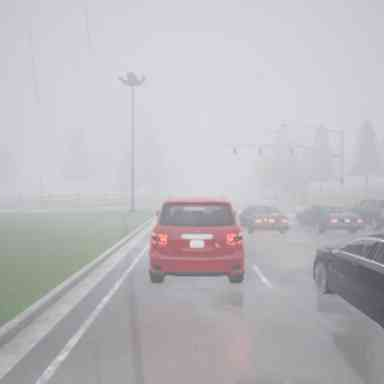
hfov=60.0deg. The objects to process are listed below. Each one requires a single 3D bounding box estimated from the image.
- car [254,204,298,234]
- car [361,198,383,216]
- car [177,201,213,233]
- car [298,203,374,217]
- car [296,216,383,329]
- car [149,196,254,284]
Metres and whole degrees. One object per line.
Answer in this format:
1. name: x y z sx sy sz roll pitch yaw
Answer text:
1. car: 3.652 1.336 17.707 2.033 1.411 5.357 0 1 0
2. car: 10.654 1.125 19.155 2.097 1.767 4.553 0 1 0
3. car: 0.139 1.298 19.100 1.812 1.442 4.674 0 1 0
4. car: 7.152 1.336 17.819 2.033 1.411 5.357 0 1 0
5. car: 3.613 1.425 5.531 2.128 1.511 4.902 0 1 0
6. car: 0.120 1.109 9.393 2.150 2.045 5.566 0 1 0
